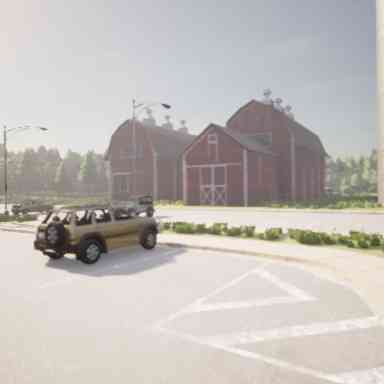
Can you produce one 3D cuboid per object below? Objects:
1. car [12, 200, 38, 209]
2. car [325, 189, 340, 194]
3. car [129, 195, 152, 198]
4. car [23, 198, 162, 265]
[{"bbox_3d":[-16.593,1.572,35.056,1.816,1.474,4.193,-1,0,32],"label":"car"},{"bbox_3d":[33.242,0.287,78.806,3.866,1.878,1.905,1,-6,-11],"label":"car"},{"bbox_3d":[-4.830,1.247,28.448,1.905,1.878,3.866,-1,0,32],"label":"car"},{"bbox_3d":[-3.132,1.298,11.816,1.932,1.855,4.605,-1,0,32],"label":"car"}]
